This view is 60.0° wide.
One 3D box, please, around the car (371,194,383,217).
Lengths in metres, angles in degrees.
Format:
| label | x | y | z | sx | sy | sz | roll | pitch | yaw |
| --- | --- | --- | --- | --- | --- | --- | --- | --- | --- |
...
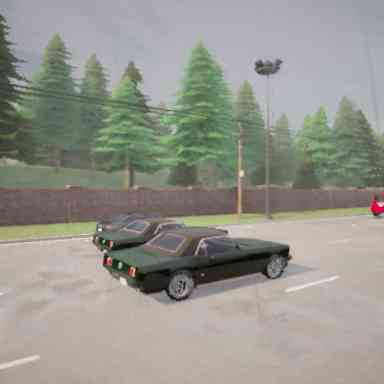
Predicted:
| label | x | y | z | sx | sy | sz | roll | pitch | yaw |
| --- | --- | --- | --- | --- | --- | --- | --- | --- | --- |
| car | 18.071 | 1.202 | 29.522 | 5.566 | 2.045 | 2.150 | 0 | 0 | -35 |

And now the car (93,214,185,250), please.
| label | x | y | z | sx | sy | sz | roll | pitch | yaw |
| --- | --- | --- | --- | --- | --- | --- | --- | --- | --- |
| car | -0.877 | 1.598 | 11.717 | 4.718 | 1.301 | 1.895 | 0 | 0 | -35 |

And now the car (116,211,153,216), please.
| label | x | y | z | sx | sy | sz | roll | pitch | yaw |
| --- | --- | --- | --- | --- | --- | --- | --- | --- | --- |
| car | -2.208 | 1.561 | 15.066 | 4.181 | 1.385 | 1.994 | 0 | 0 | -35 |

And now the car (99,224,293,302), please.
| label | x | y | z | sx | sy | sz | roll | pitch | yaw |
| --- | --- | --- | --- | --- | --- | --- | --- | --- | --- |
| car | 0.370 | 1.598 | 8.307 | 4.718 | 1.301 | 1.895 | 0 | 0 | -35 |
